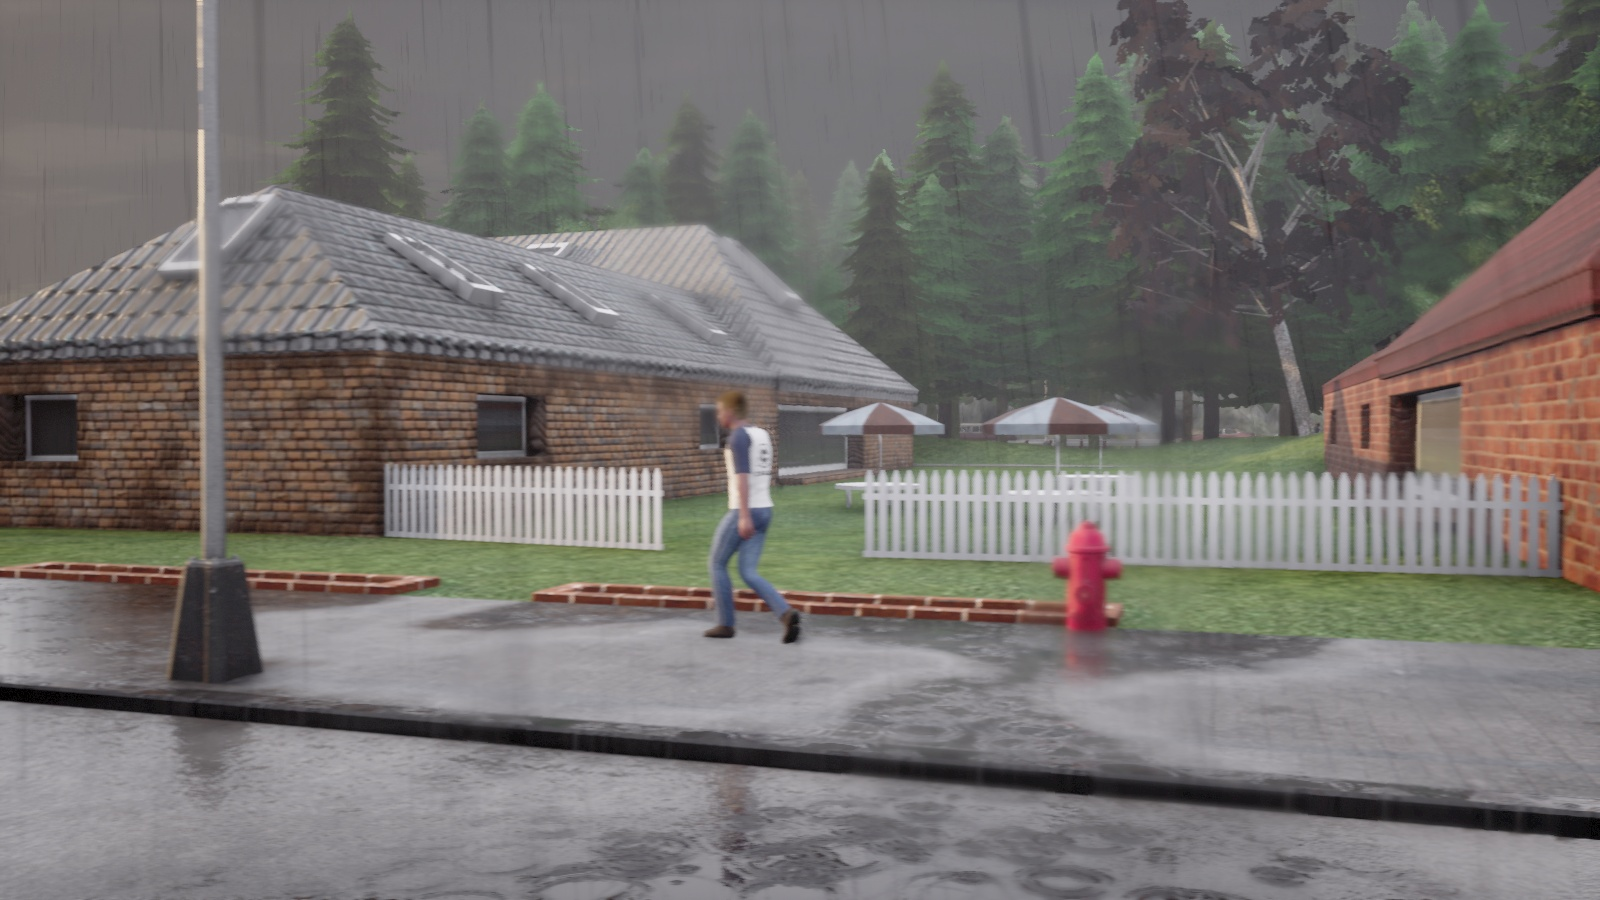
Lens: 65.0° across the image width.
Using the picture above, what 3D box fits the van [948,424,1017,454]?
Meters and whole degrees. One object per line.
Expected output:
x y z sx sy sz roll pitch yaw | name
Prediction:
12.519 -0.754 86.154 4.442 1.987 1.775 0 1 18 | van

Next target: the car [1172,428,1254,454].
26.755 -0.598 81.416 5.027 1.651 2.152 1 1 19 | car

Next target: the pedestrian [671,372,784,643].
-0.512 0.386 8.833 0.706 1.836 0.354 1 1 31 | pedestrian
